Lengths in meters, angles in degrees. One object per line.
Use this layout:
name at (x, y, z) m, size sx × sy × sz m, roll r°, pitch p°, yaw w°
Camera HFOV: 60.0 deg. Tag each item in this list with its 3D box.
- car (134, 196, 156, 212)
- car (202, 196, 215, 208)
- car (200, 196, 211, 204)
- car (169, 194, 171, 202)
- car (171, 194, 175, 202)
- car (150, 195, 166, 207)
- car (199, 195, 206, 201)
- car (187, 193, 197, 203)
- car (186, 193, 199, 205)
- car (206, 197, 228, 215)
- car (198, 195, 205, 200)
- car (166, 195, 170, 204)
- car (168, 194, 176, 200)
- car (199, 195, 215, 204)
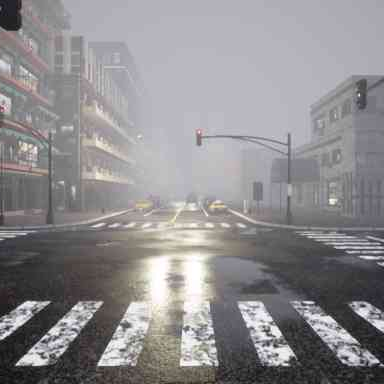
car at (-5.692, 1.549, 39.237) m, size 1.752 × 1.417 × 4.829 m, roll 0°, pitch 0°, yaw 0°
car at (2.689, 1.611, 44.948) m, size 1.802 × 1.307 × 4.206 m, roll 0°, pitch 0°, yaw 0°
car at (2.687, 1.612, 67.105) m, size 2.008 × 1.369 × 4.403 m, roll 0°, pitch 0°, yaw 0°
car at (-5.694, 1.587, 66.933) m, size 1.752 × 1.417 × 4.829 m, roll 0°, pitch 0°, yaw 0°
car at (-5.695, 1.628, 78.183) m, size 1.887 × 1.381 × 4.507 m, roll 0°, pitch 0°, yaw 0°
car at (-5.691, 1.351, 50.486) m, size 2.192 × 1.841 × 5.009 m, roll 0°, pitch 0°, yaw 0°
car at (2.684, 1.632, 89.432) m, size 1.752 × 1.417 × 4.829 m, roll 0°, pitch 0°, yaw 0°
car at (-0.006, 1.182, 70.709) m, size 2.150 × 2.045 × 5.566 m, roll 0°, pitch 0°, yaw 0°
car at (-0.005, 1.403, 60.646) m, size 2.097 × 1.767 × 4.553 m, roll 0°, pitch 0°, yaw 0°
car at (2.690, 1.544, 34.040) m, size 1.752 × 1.417 × 4.829 m, roll 0°, pitch 0°, yaw 0°
car at (2.683, 1.670, 94.801) m, size 2.008 × 1.369 × 4.403 m, roll 0°, pitch 0°, yaw 0°
car at (-5.694, 1.603, 61.564) m, size 2.008 × 1.369 × 4.403 m, roll 0°, pitch 0°, yaw 0°
car at (-5.696, 1.434, 94.801) m, size 2.192 × 1.841 × 5.009 m, roll 0°, pitch 0°, yaw 0°
car at (2.689, 1.351, 50.488) m, size 2.192 × 1.841 × 5.009 m, roll 0°, pitch 0°, yaw 0°
